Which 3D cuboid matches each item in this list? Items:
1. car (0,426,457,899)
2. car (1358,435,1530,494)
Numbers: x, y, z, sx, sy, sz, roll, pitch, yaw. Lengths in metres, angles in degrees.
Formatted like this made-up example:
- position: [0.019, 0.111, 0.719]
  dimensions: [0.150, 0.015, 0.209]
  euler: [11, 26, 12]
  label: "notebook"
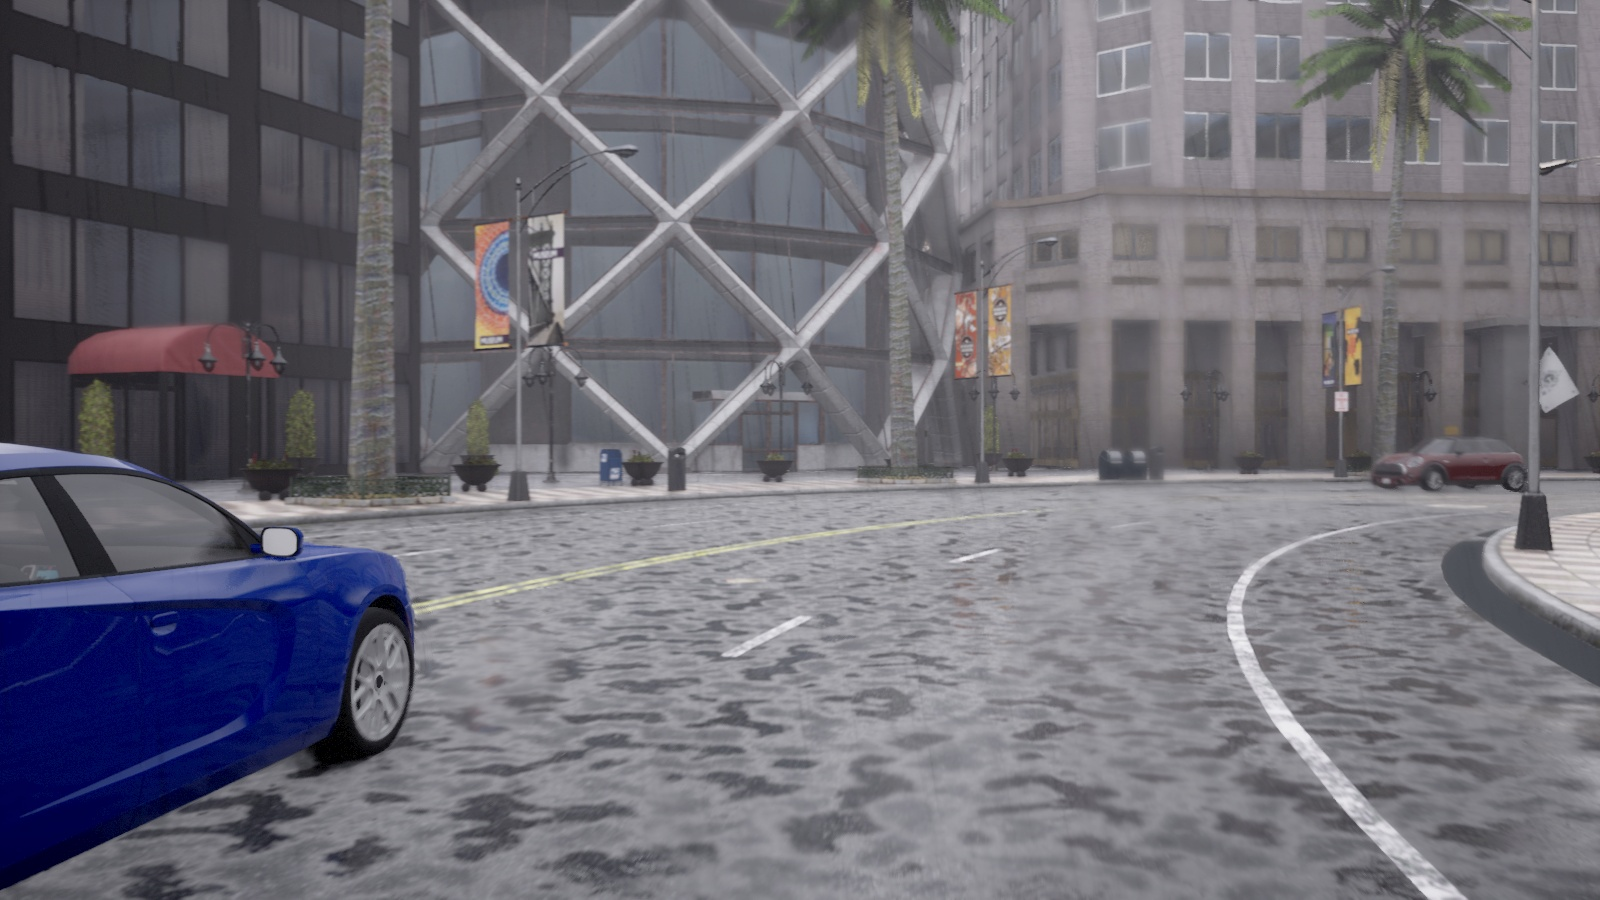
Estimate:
- position: [-3.082, 0.693, 4.473]
  dimensions: [1.882, 1.535, 5.008]
  euler: [0, 0, 6]
  label: "car"
- position: [20.097, 0.421, 39.256]
  dimensions: [4.553, 1.767, 2.097]
  euler: [0, 0, -16]
  label: "car"
